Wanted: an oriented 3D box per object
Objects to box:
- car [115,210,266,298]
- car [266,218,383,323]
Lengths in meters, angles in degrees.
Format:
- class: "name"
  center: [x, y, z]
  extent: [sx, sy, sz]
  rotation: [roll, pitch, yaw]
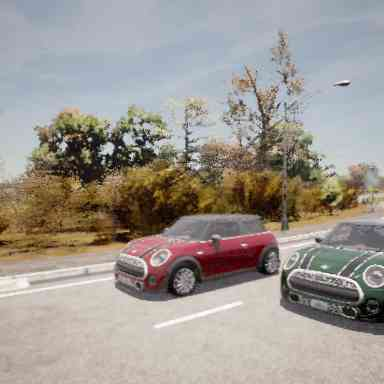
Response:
- class: "car"
  center: [0.288, 1.405, 8.855]
  extent: [4.553, 1.767, 2.097]
  rotation: [0, 0, -39]
- class: "car"
  center: [3.949, 1.403, 7.317]
  extent: [4.553, 1.767, 2.097]
  rotation: [0, 0, -40]
